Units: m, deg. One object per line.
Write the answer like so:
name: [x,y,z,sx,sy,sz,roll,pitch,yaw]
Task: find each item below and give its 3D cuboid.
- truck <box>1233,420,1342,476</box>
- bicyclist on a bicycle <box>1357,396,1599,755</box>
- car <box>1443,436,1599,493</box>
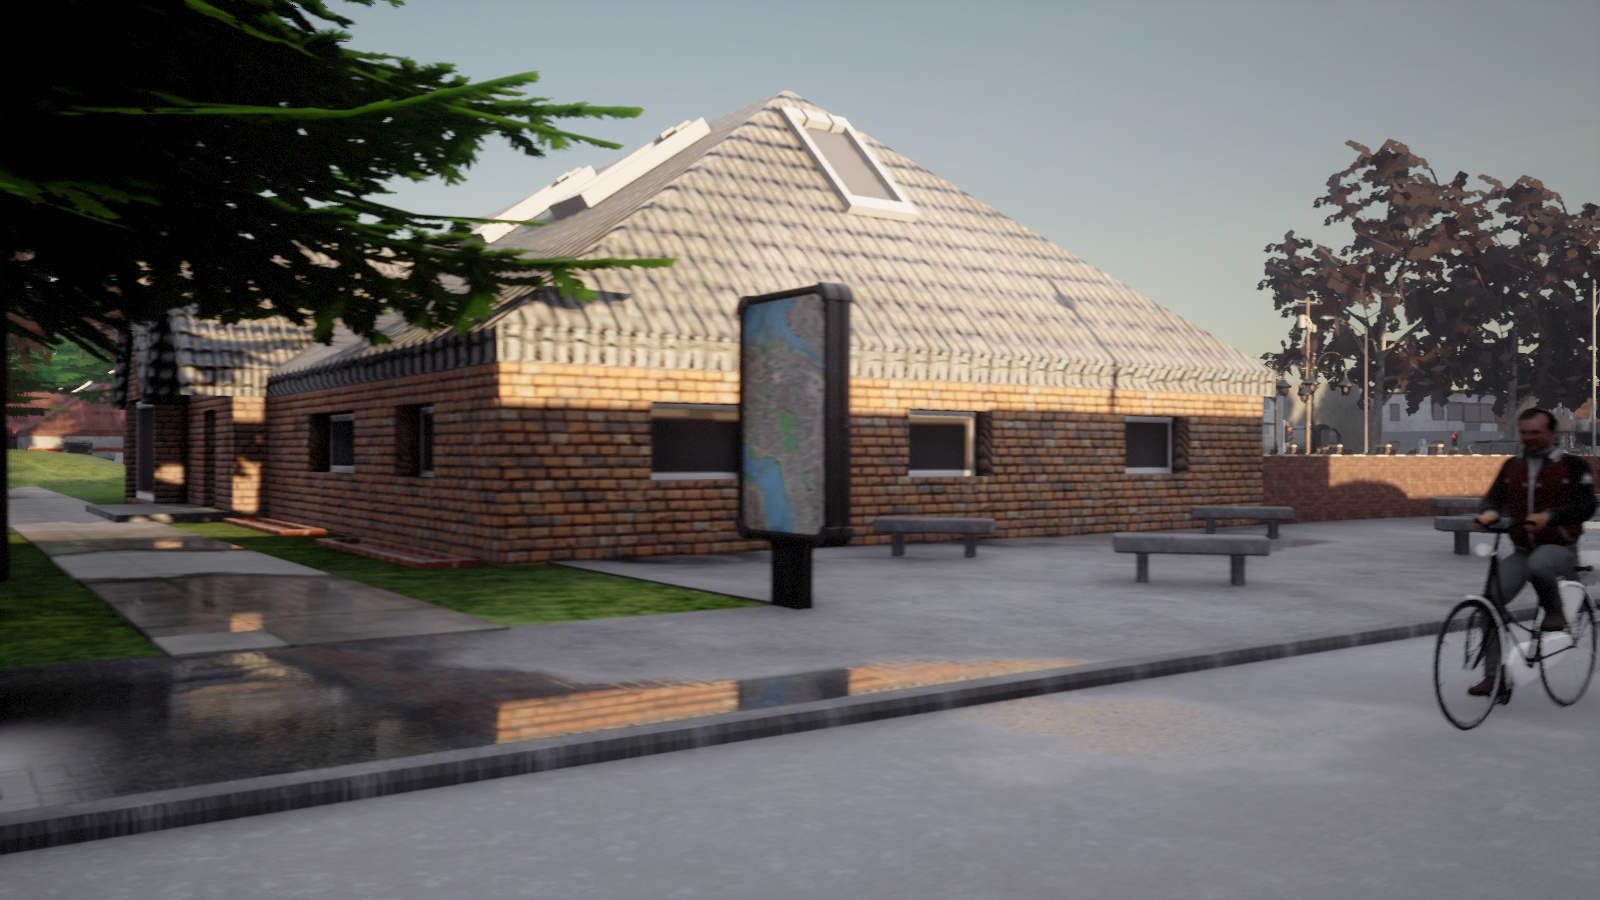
truck: [31.772,-0.104,81.658,7.936,3.462,2.891,0,0,-37]
bicyclist on a bicycle: [3.941,0.624,7.007,1.843,1.776,0.659,0,0,-35]
car: [27.704,0.522,47.607,2.150,2.045,5.566,0,0,-35]
